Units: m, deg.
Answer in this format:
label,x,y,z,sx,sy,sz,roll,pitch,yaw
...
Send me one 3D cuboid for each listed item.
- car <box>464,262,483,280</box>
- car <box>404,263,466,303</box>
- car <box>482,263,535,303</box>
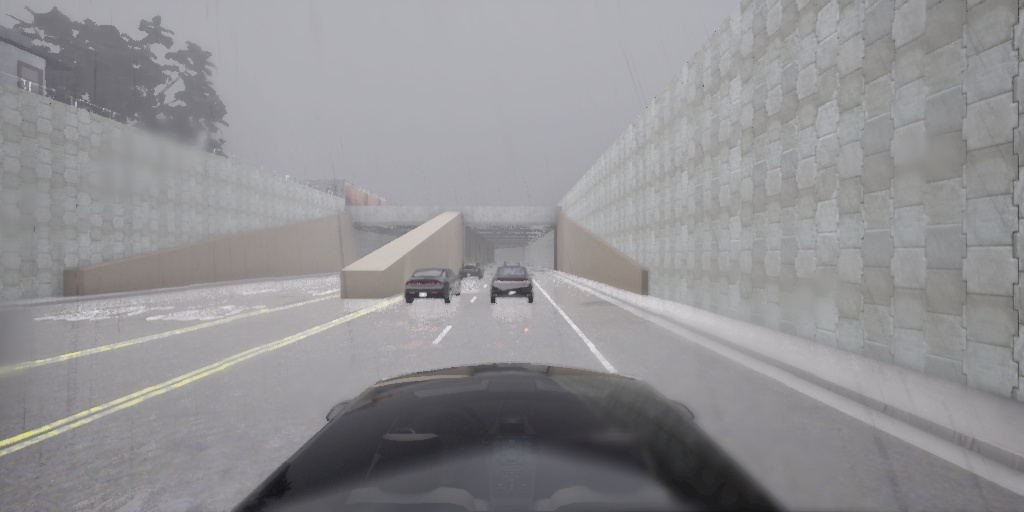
label,x,y,z,sx,sy,sz,roll,pitch,yaw
car,-3.500,1.264,31.500,1.837,1.490,4.892,0,0,0
car,-3.500,1.263,16.500,1.837,1.490,4.892,0,0,0
car,0.000,1.242,16.500,2.128,1.511,4.902,0,0,0
